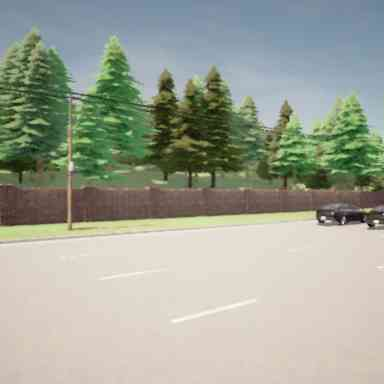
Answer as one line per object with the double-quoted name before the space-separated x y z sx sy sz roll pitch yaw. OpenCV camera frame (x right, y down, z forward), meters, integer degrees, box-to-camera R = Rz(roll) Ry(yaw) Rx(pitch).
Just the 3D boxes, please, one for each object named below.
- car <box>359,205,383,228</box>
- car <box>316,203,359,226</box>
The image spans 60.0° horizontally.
"car" 13.261 1.594 21.762 4.892 1.490 1.837 1 0 -35
"car" 11.119 1.591 24.534 4.892 1.490 1.837 1 0 -35
